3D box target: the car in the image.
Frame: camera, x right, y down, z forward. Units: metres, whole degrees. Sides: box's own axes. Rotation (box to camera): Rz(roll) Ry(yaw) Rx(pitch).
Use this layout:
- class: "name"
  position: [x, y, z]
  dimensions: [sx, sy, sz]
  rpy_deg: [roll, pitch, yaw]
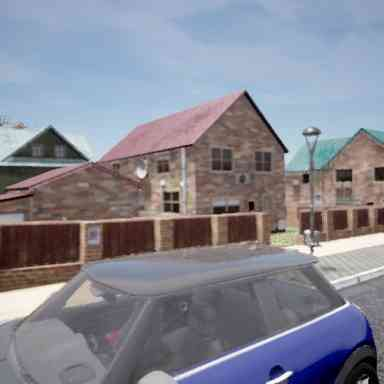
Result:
- class: "car"
  position: [-0.409, 1.379, 2.811]
  dimensions: [4.553, 1.767, 2.097]
  rpy_deg: [0, -1, -36]
